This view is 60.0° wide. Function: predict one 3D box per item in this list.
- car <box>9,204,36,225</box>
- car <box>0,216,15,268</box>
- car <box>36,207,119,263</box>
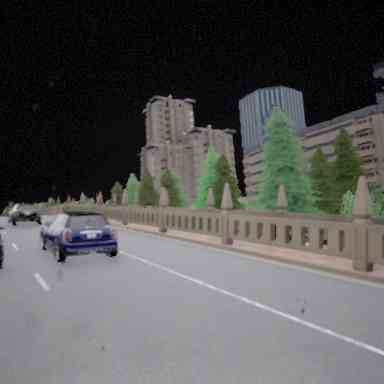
[{"bbox_3d":[-13.977,1.739,27.744,2.097,1.767,4.553,1,-1,-33],"label":"car"},{"bbox_3d":[-7.484,1.645,11.224,2.128,1.511,4.902,1,-1,-33],"label":"car"},{"bbox_3d":[-4.592,1.542,13.199,2.097,1.767,4.553,1,-1,-33],"label":"car"}]
